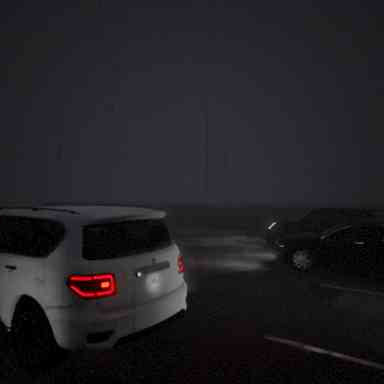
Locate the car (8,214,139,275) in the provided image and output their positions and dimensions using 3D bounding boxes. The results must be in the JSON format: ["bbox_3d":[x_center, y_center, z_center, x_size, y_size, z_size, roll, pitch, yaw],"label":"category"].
[{"bbox_3d":[-4.106,1.577,11.217,4.674,1.442,1.812,0,0,35],"label":"car"}]

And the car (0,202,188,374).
[{"bbox_3d":[-2.674,1.250,5.896,5.566,2.045,2.150,0,0,35],"label":"car"}]

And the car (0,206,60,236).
[{"bbox_3d":[-10.414,1.652,20.010,5.357,1.411,2.033,0,0,35],"label":"car"}]

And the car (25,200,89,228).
[{"bbox_3d":[-9.694,1.465,23.795,4.553,1.767,2.097,0,0,35],"label":"car"}]

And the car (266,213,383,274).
[{"bbox_3d":[4.799,1.511,9.165,4.892,1.490,1.837,0,0,35],"label":"car"}]

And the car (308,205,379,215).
[{"bbox_3d":[5.266,1.368,13.132,4.553,1.767,2.097,0,0,35],"label":"car"}]
